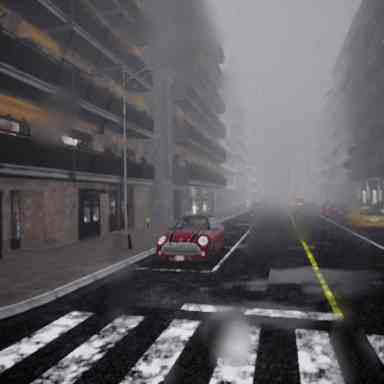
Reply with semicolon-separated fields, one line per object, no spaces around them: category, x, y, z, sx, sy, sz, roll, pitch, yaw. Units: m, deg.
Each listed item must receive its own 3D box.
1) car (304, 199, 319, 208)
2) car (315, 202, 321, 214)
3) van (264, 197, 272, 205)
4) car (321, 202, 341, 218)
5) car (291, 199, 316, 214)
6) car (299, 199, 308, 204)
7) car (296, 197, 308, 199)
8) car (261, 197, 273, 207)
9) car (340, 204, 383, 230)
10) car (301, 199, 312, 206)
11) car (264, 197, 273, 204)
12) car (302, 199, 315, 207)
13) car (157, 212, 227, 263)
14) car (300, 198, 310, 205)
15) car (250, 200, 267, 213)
car;21.388;2.061;59.669;2.008;1.369;4.403;-1;-1;15
car;15.529;1.816;37.791;1.887;1.381;4.507;-1;-1;15
van;19.154;2.285;83.735;1.690;1.788;3.998;-1;-1;15
car;14.065;1.757;32.322;1.887;1.381;4.507;-1;-1;15
car;13.420;1.896;40.112;2.033;1.411;5.357;-1;-1;15
car;27.246;2.336;81.545;1.802;1.307;4.206;-1;-1;15
car;15.826;1.802;49.315;2.097;1.767;4.553;-1;-1;15
car;14.760;2.074;67.328;2.192;1.841;5.009;-1;-1;15
car;11.180;1.626;21.550;1.752;1.417;4.829;-1;-1;15
car;24.317;2.174;70.608;1.887;1.381;4.507;-1;-1;15
car;20.616;2.327;89.202;2.192;1.841;5.009;-1;-1;15
car;22.853;2.121;65.138;2.008;1.369;4.403;-1;-1;15
car;0.118;1.625;12.633;1.967;1.590;4.097;-1;-1;15
car;25.779;2.132;76.077;1.967;1.590;4.097;-1;-1;15
car;8.906;2.102;45.445;1.802;1.307;4.206;-1;-1;15
